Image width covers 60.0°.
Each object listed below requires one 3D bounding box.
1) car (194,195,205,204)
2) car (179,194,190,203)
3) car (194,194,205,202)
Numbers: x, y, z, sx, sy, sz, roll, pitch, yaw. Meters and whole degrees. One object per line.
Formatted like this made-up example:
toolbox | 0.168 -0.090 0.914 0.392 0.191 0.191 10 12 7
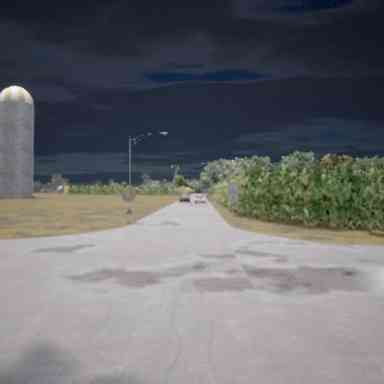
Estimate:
car | 1.337 1.333 57.839 1.895 1.301 4.718 0 0 1
car | -1.320 1.185 62.040 1.882 1.535 5.008 0 0 1
car | 1.560 1.248 67.811 2.033 1.411 5.357 0 0 1
